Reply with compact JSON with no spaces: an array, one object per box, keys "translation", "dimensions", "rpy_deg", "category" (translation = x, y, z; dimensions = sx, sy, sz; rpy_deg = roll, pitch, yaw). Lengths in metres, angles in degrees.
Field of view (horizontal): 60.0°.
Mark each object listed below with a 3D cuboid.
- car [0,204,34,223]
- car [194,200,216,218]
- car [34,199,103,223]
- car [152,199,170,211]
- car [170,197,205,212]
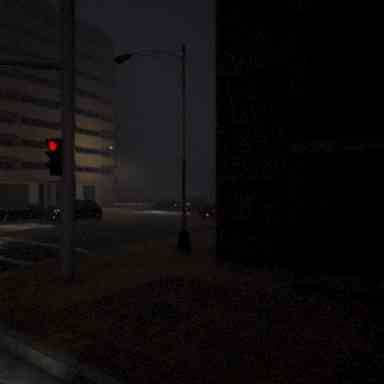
[{"translation":[-13.130,1.632,25.963],"dimensions":[1.895,1.301,4.718],"rpy_deg":[0,0,35],"category":"car"},{"translation":[2.558,1.620,29.768],"dimensions":[1.895,1.301,4.718],"rpy_deg":[0,0,35],"category":"car"},{"translation":[-9.174,1.379,25.513],"dimensions":[2.097,1.767,4.553],"rpy_deg":[0,0,35],"category":"car"},{"translation":[-2.951,1.596,40.476],"dimensions":[1.994,1.385,4.181],"rpy_deg":[0,0,35],"category":"car"},{"translation":[-0.063,1.378,38.498],"dimensions":[2.097,1.767,4.553],"rpy_deg":[0,0,35],"category":"car"}]
